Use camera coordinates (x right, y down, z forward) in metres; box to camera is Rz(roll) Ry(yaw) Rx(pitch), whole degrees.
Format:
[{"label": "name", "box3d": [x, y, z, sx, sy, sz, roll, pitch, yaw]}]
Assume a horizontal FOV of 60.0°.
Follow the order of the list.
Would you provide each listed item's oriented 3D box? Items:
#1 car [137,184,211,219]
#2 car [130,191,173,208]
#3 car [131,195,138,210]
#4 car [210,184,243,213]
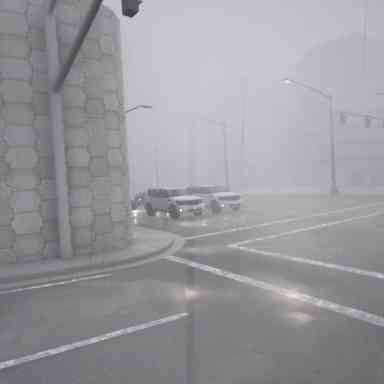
[{"label": "car", "box3d": [-1.426, 0.658, 23.644, 2.150, 2.045, 5.566, -5, 3, -35]}, {"label": "car", "box3d": [-4.198, 0.688, 33.644, 2.128, 1.511, 4.902, -5, 3, -35]}, {"label": "car", "box3d": [-6.848, 0.997, 31.345, 1.994, 1.385, 4.181, -5, 3, -35]}, {"label": "car", "box3d": [1.419, 0.421, 25.669, 2.150, 2.045, 5.566, -5, 3, -35]}]
